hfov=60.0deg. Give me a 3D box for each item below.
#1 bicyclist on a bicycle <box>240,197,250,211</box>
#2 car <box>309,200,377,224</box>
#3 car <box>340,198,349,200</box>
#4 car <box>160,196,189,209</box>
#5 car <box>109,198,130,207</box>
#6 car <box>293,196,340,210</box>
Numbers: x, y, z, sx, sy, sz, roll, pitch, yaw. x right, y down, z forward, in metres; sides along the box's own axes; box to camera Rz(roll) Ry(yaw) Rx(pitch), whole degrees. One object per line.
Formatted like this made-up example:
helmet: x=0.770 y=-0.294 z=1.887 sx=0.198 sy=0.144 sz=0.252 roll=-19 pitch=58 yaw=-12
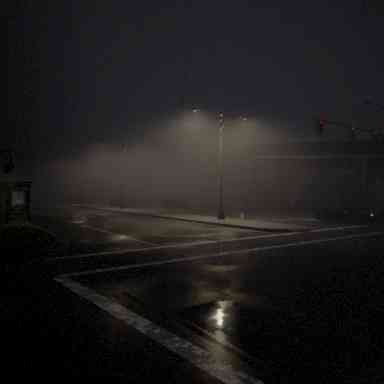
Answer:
bicyclist on a bicycle: x=6.289 y=1.430 z=39.750 sx=1.656 sy=1.620 sz=0.582 roll=-6 pitch=-7 yaw=-37
car: x=11.407 y=1.564 z=24.894 sx=1.994 sy=1.385 sz=4.181 roll=0 pitch=0 yaw=-35
car: x=18.130 y=1.456 z=42.039 sx=1.970 sy=1.475 sz=3.806 roll=0 pitch=0 yaw=-35
car: x=-2.388 y=1.353 z=44.534 sx=2.097 sy=1.767 sz=4.553 roll=0 pitch=0 yaw=-35
car: x=-11.125 y=1.564 z=50.712 sx=1.994 sy=1.385 sz=4.181 roll=0 pitch=0 yaw=-35
car: x=13.867 y=1.295 z=38.113 sx=2.242 sy=1.667 sz=4.611 roll=0 pitch=0 yaw=-35
